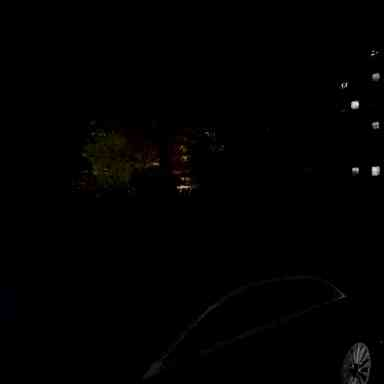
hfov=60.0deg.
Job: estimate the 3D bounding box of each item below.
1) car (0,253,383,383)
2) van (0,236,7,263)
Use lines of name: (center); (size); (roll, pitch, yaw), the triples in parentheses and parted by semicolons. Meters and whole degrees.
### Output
car: (0.075, 1.492, 3.431); (4.902, 1.511, 2.128); (0, 0, -35)
van: (-4.136, 1.342, 3.615); (3.998, 1.788, 1.690); (0, 0, -36)
